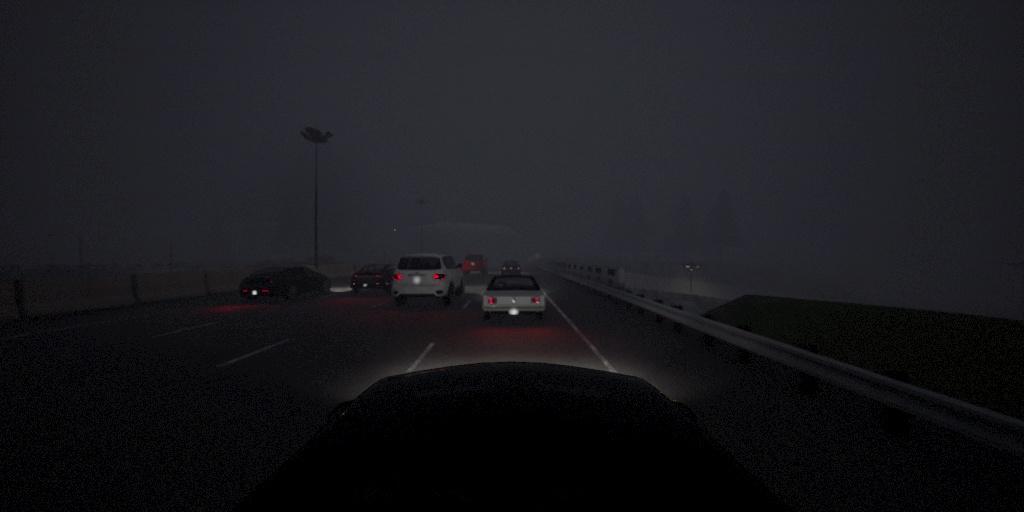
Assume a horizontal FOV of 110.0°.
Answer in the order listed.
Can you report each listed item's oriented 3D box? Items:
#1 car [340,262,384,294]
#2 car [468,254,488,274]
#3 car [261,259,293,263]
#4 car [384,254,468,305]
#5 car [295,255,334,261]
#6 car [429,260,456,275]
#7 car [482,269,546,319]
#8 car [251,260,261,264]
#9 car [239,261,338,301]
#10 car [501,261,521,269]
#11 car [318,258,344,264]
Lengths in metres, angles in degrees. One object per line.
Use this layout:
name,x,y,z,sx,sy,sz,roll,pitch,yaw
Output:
car,-6.999,1.167,19.483,2.128,1.511,4.902,0,0,0
car,-3.599,0.825,35.679,2.150,2.045,5.566,0,0,0
car,-28.324,1.179,44.884,2.128,1.511,4.902,0,-1,0
car,-3.471,0.909,15.691,2.150,2.045,5.566,0,1,0
car,-24.833,0.908,46.097,2.150,2.045,5.566,0,-1,0
car,-7.106,1.175,37.041,1.994,1.385,4.181,0,0,0
car,0.044,1.295,12.469,1.895,1.301,4.718,0,0,0
car,-31.820,1.180,46.191,1.882,1.535,5.008,0,0,0
car,-10.484,1.203,16.996,1.837,1.490,4.892,0,1,0
car,-0.088,1.142,34.328,2.033,1.411,5.357,0,0,0
car,-21.330,1.260,43.104,1.895,1.301,4.718,0,0,0
